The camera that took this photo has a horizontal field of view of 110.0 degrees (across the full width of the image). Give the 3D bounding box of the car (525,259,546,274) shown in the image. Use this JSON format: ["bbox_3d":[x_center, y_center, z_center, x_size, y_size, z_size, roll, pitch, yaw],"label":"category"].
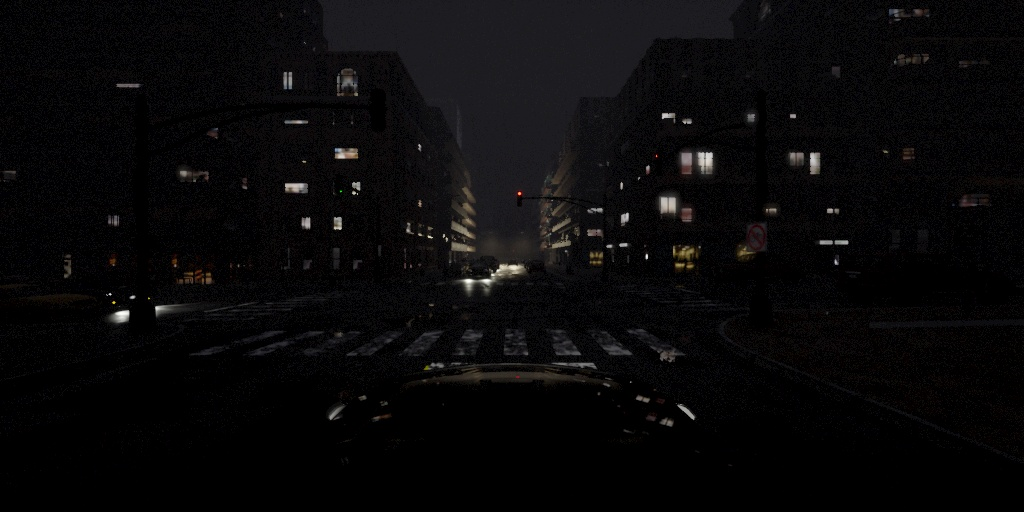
[{"bbox_3d":[2.786,1.198,40.763,1.967,1.591,4.097,0,0,0],"label":"car"}]

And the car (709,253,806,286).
[{"bbox_3d":[14.624,0.759,21.385,5.009,1.841,2.192,0,0,0],"label":"car"}]

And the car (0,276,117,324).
[{"bbox_3d":[-17.603,1.585,12.803,4.829,1.417,1.751,0,0,0],"label":"car"}]

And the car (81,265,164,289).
[{"bbox_3d":[-23.551,1.462,21.114,5.009,1.841,2.192,0,0,0],"label":"car"}]

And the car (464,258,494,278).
[{"bbox_3d":[-3.022,1.233,34.083,1.882,1.535,5.008,0,0,0],"label":"car"}]

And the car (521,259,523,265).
[{"bbox_3d":[2.829,1.348,57.811,1.802,1.307,4.207,0,0,0],"label":"car"}]

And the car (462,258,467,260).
[{"bbox_3d":[-5.594,1.283,40.612,1.751,1.417,4.829,0,0,0],"label":"car"}]

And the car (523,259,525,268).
[{"bbox_3d":[2.801,1.200,46.446,1.967,1.591,4.097,0,0,0],"label":"car"}]

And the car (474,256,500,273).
[{"bbox_3d":[-2.995,0.981,44.065,2.150,2.045,5.566,0,0,0],"label":"car"}]

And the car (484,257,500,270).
[{"bbox_3d":[-2.955,1.116,54.397,2.097,1.767,4.553,0,0,0],"label":"car"}]

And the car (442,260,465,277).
[{"bbox_3d":[-5.608,1.322,35.099,1.948,1.339,4.313,0,0,0],"label":"car"}]

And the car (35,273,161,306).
[{"bbox_3d":[-18.288,1.627,15.388,4.181,1.385,1.994,-1,0,0],"label":"car"}]

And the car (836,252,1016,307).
[{"bbox_3d":[14.738,0.775,13.006,5.009,1.841,2.192,0,0,0],"label":"car"}]
